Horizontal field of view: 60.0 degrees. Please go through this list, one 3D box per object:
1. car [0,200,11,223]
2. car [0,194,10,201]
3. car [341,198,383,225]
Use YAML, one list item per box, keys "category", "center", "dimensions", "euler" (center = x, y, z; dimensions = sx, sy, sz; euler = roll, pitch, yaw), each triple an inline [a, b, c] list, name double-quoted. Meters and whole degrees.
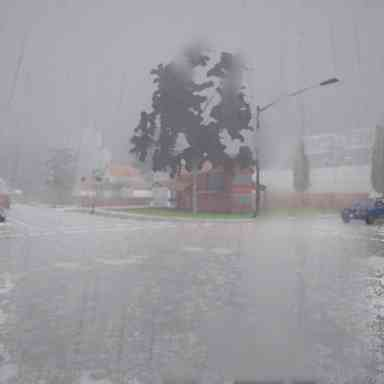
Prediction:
- category: "car"
  center: [-15.847, 1.606, 25.931]
  dimensions: [2.033, 1.411, 5.357]
  euler: [1, 0, -37]
- category: "car"
  center: [-27.317, 1.328, 47.245]
  dimensions: [2.150, 2.045, 5.566]
  euler: [1, 0, -37]
- category: "car"
  center: [14.505, 1.493, 27.166]
  dimensions: [5.566, 2.045, 2.150]
  euler: [1, 0, -35]
